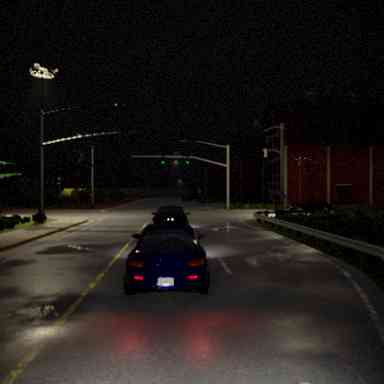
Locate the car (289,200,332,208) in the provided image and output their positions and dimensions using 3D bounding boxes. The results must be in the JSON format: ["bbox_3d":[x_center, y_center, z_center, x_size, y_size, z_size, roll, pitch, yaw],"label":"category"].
[{"bbox_3d":[12.861,1.546,36.054,4.674,1.442,1.812,0,0,-3],"label":"car"}]

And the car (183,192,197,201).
[{"bbox_3d":[-0.534,1.122,81.596,3.866,1.878,1.905,-3,4,44],"label":"car"}]

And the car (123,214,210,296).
[{"bbox_3d":[-0.607,1.523,8.574,1.812,1.442,4.674,0,0,-3],"label":"car"}]

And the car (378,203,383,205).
[{"bbox_3d":[22.954,1.500,36.447,5.008,1.535,1.882,0,0,-2],"label":"car"}]

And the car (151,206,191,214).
[{"bbox_3d":[-1.149,1.501,17.942,1.837,1.490,4.892,0,0,-3],"label":"car"}]
